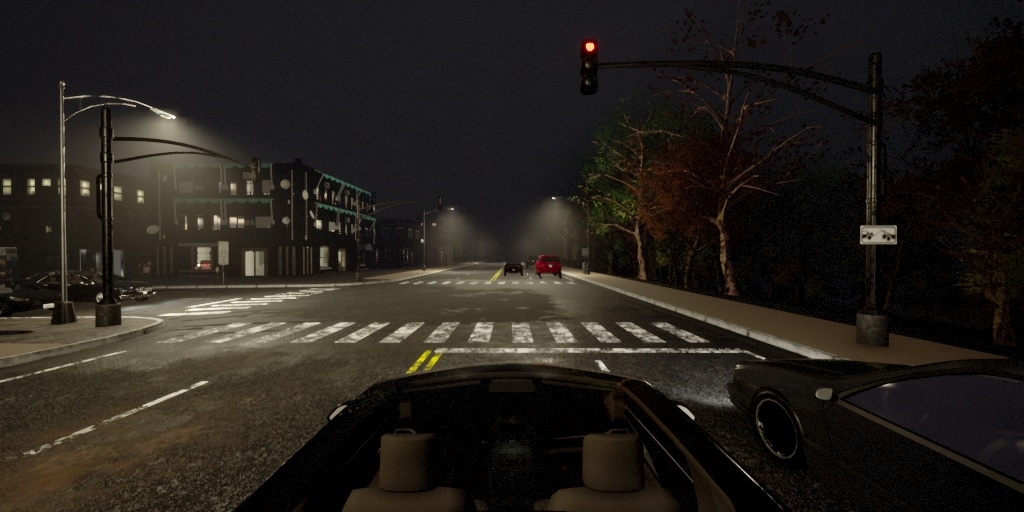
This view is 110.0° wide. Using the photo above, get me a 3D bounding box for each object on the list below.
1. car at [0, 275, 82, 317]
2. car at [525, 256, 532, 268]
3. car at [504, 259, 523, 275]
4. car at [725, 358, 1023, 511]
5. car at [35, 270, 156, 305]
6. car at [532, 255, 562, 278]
[{"bbox_3d":[-19.930,1.565,13.755,4.313,1.339,1.948,0,0,0],"label":"car"},{"bbox_3d":[3.440,0.950,60.481,2.150,2.045,5.566,0,0,0],"label":"car"},{"bbox_3d":[0.155,1.216,38.284,1.882,1.535,5.008,0,0,0],"label":"car"},{"bbox_3d":[3.326,1.297,1.762,2.033,1.411,5.357,0,0,3],"label":"car"},{"bbox_3d":[-19.320,1.470,16.435,4.892,1.490,1.837,-1,1,-2],"label":"car"},{"bbox_3d":[3.399,0.961,34.116,2.150,2.045,5.566,0,0,0],"label":"car"}]
